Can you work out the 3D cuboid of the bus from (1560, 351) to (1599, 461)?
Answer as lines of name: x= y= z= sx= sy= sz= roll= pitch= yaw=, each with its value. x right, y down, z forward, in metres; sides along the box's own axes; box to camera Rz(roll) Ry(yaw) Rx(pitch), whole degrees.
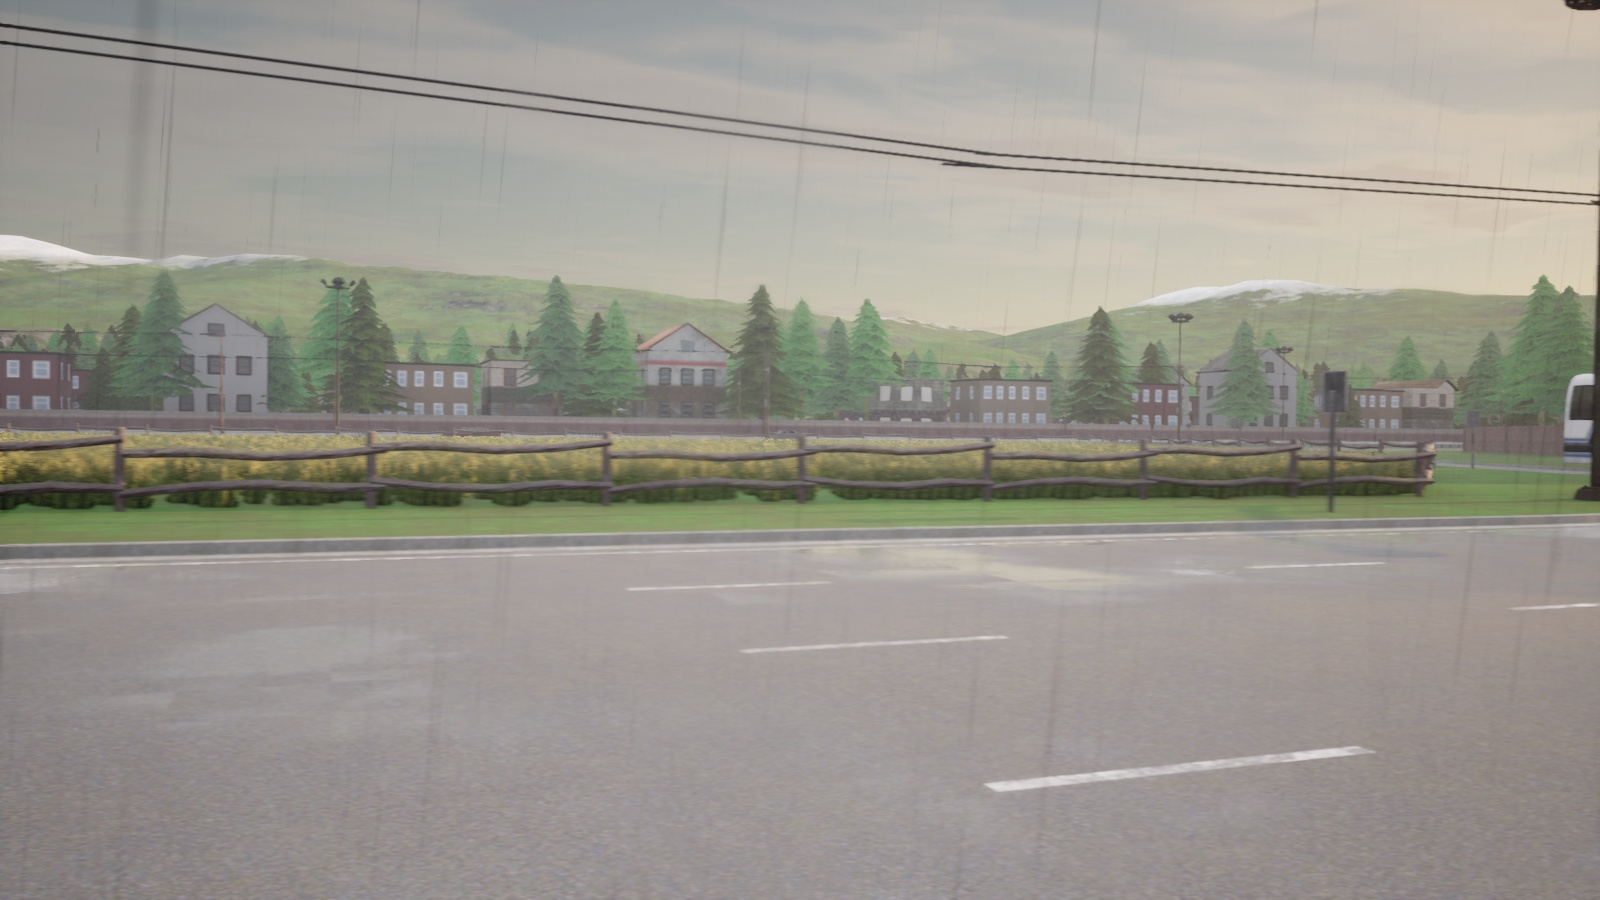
bus: x=32.616 y=-1.668 z=46.070 sx=3.944 sy=4.253 sz=10.273 roll=0 pitch=1 yaw=5
